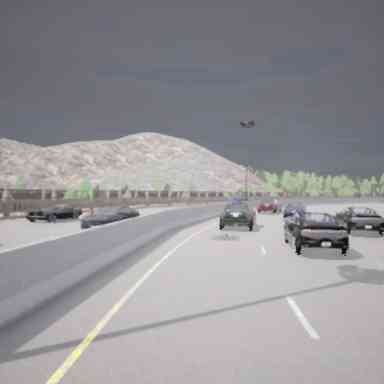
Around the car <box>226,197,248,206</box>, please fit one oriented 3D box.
[{"bbox_3d":[8.913,1.807,65.496,1.882,1.535,5.008,0,0,38],"label":"car"}]

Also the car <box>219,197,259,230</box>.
[{"bbox_3d":[3.127,1.453,22.080,2.097,1.767,4.553,0,0,14],"label":"car"}]

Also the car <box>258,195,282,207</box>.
[{"bbox_3d":[14.408,1.620,61.158,2.150,2.045,5.566,0,0,38],"label":"car"}]

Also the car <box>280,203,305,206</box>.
[{"bbox_3d":[9.882,1.733,31.723,1.994,1.385,4.181,0,0,21],"label":"car"}]

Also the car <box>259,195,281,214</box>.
[{"bbox_3d":[9.210,1.546,38.956,2.097,1.767,4.553,0,0,25],"label":"car"}]

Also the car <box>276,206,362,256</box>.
[{"bbox_3d":[4.906,1.568,13.649,2.128,1.511,4.902,0,0,9],"label":"car"}]

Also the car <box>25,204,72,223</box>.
[{"bbox_3d":[-10.586,1.651,25.814,1.895,1.301,4.718,0,0,15],"label":"car"}]

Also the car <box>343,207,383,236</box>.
[{"bbox_3d":[9.686,1.613,19.545,2.128,1.511,4.902,0,0,13],"label":"car"}]

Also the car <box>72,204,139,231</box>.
[{"bbox_3d":[-4.768,1.533,19.889,1.882,1.535,5.008,0,0,12],"label":"car"}]

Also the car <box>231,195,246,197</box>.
[{"bbox_3d":[7.863,1.479,58.150,2.150,2.045,5.566,0,0,35],"label":"car"}]
